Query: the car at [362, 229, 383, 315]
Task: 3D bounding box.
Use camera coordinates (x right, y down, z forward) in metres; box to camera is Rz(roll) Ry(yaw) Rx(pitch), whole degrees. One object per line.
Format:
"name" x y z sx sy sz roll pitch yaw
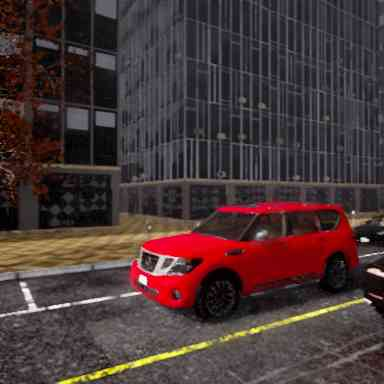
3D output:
"car" 5.244 1.540 6.210 4.902 1.511 2.128 0 -1 -31

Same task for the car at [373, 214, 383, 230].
"car" 9.278 1.691 15.426 4.313 1.339 1.947 0 0 -31

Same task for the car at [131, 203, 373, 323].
"car" 1.450 1.294 7.654 5.566 2.045 2.150 0 -1 -31
